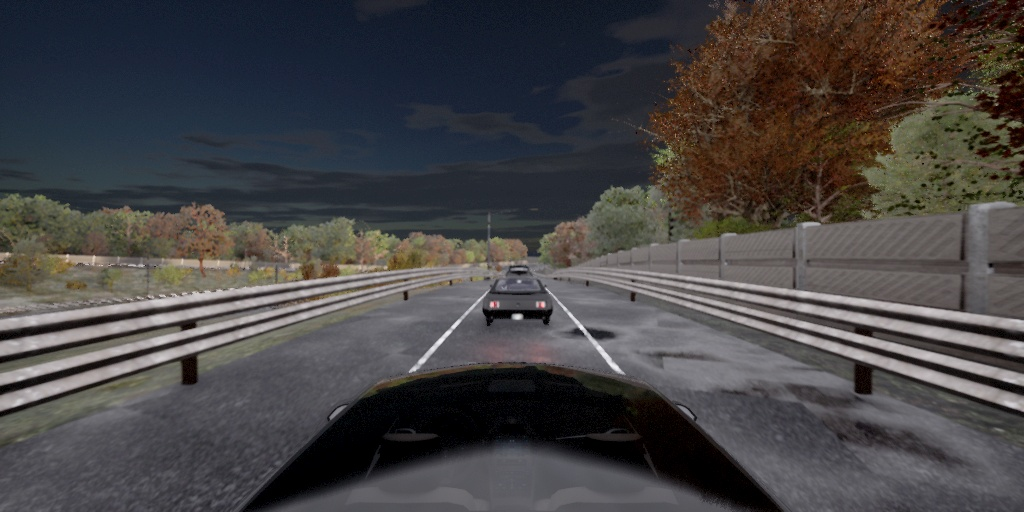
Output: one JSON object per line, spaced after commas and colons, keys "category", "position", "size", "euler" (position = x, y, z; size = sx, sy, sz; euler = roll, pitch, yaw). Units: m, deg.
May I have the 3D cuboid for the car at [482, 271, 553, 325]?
{"category": "car", "position": [0.193, 1.310, 11.592], "size": [1.895, 1.301, 4.718], "euler": [0, 0, 1]}

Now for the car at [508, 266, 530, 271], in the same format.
{"category": "car", "position": [0.486, 1.426, 25.030], "size": [1.837, 1.490, 4.892], "euler": [0, -2, 1]}
